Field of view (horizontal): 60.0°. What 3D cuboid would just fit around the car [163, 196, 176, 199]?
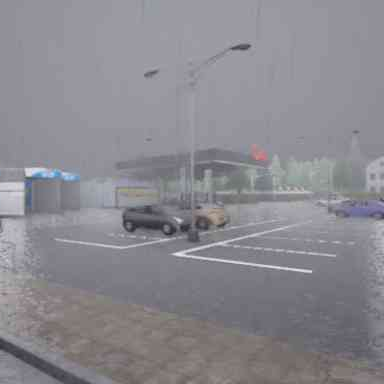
[{"bbox_3d":[-4.625,1.966,71.432,2.242,1.667,4.611,-1,0,36],"label":"car"}]

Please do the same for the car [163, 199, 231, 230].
[{"bbox_3d":[-0.065,1.461,20.924,5.027,1.636,2.152,-1,0,36],"label":"car"}]

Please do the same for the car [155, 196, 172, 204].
[{"bbox_3d":[-6.646,1.860,78.274,1.905,1.878,3.866,-1,0,36],"label":"car"}]

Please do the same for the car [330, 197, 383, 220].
[{"bbox_3d":[13.114,1.365,25.977,3.633,1.501,1.845,-1,0,36],"label":"car"}]

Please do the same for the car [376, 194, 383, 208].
[{"bbox_3d":[26.945,1.131,43.675,4.605,1.855,1.932,-1,0,36],"label":"car"}]

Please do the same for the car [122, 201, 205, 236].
[{"bbox_3d":[-1.871,1.470,18.359,4.514,1.523,2.007,-1,0,36],"label":"car"}]

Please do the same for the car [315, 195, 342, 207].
[{"bbox_3d":[20.073,1.487,48.637,3.806,1.475,1.970,-1,0,36],"label":"car"}]

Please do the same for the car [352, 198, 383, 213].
[{"bbox_3d":[19.034,1.342,34.027,4.514,1.523,2.007,-1,0,36],"label":"car"}]
